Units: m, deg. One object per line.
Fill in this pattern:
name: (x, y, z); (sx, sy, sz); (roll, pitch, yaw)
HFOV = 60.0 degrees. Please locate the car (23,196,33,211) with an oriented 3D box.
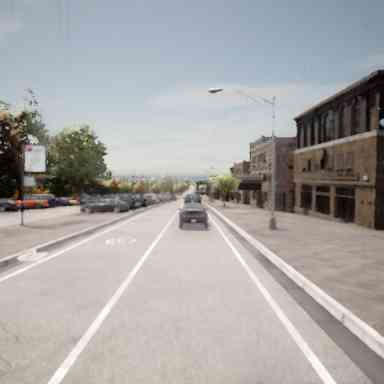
car: (-21.932, 1.526, 39.373); (4.674, 1.452, 2.002); (0, 0, 0)

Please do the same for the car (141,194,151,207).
car: (-8.878, 1.274, 44.987); (5.566, 2.045, 2.435); (0, 0, 0)

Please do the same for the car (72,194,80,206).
car: (-21.753, 1.624, 56.079); (5.366, 1.575, 1.946); (0, -1, 0)

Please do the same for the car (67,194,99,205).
car: (-21.927, 1.483, 67.220); (5.566, 2.045, 2.435); (0, -1, 0)

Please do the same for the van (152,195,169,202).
van: (-8.797, 1.818, 92.637); (4.442, 1.987, 1.878); (0, -1, 0)

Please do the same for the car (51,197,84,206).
car: (-21.937, 1.653, 58.865); (5.008, 1.535, 2.097); (0, -1, 0)

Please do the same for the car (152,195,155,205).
car: (-8.850, 1.603, 53.394); (4.892, 1.521, 2.231); (0, -1, 0)

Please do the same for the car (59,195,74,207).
car: (-21.933, 1.641, 53.293); (4.674, 1.452, 2.002); (0, -1, 0)

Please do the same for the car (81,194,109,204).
car: (-21.938, 1.577, 75.575); (5.566, 2.045, 2.435); (0, -1, 0)

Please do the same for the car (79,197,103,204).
car: (-21.961, 1.834, 72.664); (4.674, 1.452, 2.002); (0, -1, 0)

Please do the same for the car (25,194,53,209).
car: (-21.899, 1.399, 44.943); (4.553, 1.767, 2.185); (0, 0, 0)

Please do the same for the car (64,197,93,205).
car: (-21.980, 1.735, 64.434); (4.792, 1.488, 2.163); (0, -1, 0)

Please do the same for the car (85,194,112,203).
car: (-21.943, 1.611, 78.237); (5.566, 2.045, 2.435); (0, -1, 0)

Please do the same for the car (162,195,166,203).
car: (-8.879, 1.797, 73.016); (5.008, 1.535, 2.097); (0, -1, 0)

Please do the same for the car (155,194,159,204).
car: (-8.858, 1.654, 59.000); (5.008, 1.535, 2.097); (0, -1, 0)

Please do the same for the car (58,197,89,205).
car: (-21.917, 1.709, 61.649); (4.792, 1.488, 2.163); (0, -1, 0)

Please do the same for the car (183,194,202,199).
car: (0.095, 1.246, 41.274); (2.150, 2.045, 5.566); (0, -1, 0)

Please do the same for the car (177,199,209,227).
car: (0.097, 1.493, 22.504); (1.837, 1.490, 4.892); (0, 0, 0)

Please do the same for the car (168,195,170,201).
car: (-8.876, 2.002, 87.027); (4.792, 1.488, 2.163); (0, -1, 0)

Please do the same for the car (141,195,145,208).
car: (-8.856, 1.504, 42.180); (4.892, 1.521, 2.231); (0, 0, 0)

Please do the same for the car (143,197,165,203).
car: (-8.922, 1.896, 78.618); (4.792, 1.488, 2.163); (0, -1, 0)

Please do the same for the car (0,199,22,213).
car: (-21.936, 1.470, 36.586); (5.008, 1.535, 2.097); (0, 0, 0)

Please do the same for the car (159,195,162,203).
car: (-8.896, 1.429, 61.806); (5.566, 2.045, 2.435); (0, -1, 0)

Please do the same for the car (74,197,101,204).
car: (-21.954, 1.764, 70.004); (5.008, 1.535, 2.097); (0, -1, 0)

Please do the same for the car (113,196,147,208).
car: (-8.820, 1.423, 47.787); (4.553, 1.767, 2.185); (0, -1, 0)

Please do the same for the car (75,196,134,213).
car: (-8.846, 1.461, 33.775); (4.892, 1.521, 2.231); (0, 0, 0)

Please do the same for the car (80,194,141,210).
car: (-8.879, 1.220, 36.577); (5.566, 2.045, 2.435); (0, 0, 0)

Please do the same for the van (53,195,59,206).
van: (-22.047, 1.322, 47.724); (4.442, 1.987, 1.878); (0, 0, 0)
